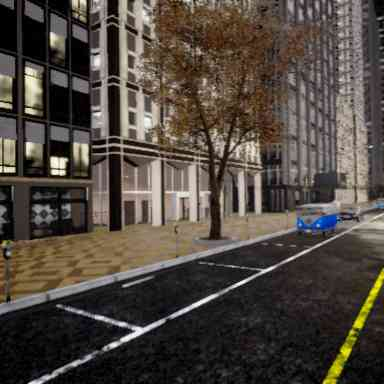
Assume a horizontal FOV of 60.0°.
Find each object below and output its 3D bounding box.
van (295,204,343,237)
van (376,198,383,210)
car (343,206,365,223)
[{"bbox_3d":[7.506,1.614,19.819,1.690,1.788,3.998,-2,-2,35],"label":"van"},{"bbox_3d":[30.250,1.886,52.585,1.690,1.788,3.998,-2,-1,35],"label":"van"},{"bbox_3d":[14.007,1.905,29.173,2.008,1.369,4.403,-2,-2,35],"label":"car"}]
